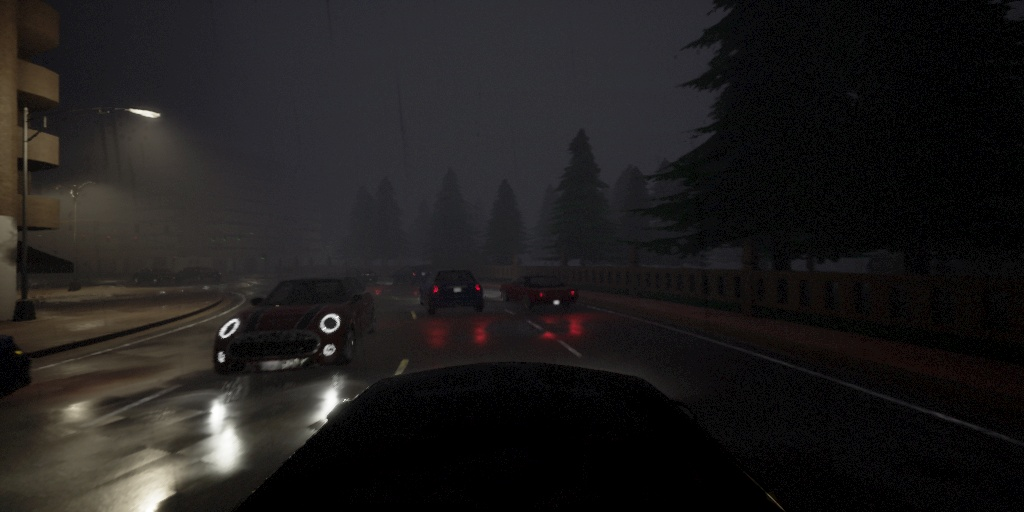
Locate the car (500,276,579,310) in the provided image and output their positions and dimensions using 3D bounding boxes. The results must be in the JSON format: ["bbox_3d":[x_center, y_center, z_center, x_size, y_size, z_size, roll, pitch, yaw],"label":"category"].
[{"bbox_3d":[0.967,1.502,15.664,1.895,1.301,4.718,-1,-1,-19],"label":"car"}]

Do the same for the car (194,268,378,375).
[{"bbox_3d":[-4.448,1.243,8.103,2.097,1.767,4.553,-1,-1,-13],"label":"car"}]

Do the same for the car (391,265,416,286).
[{"bbox_3d":[-8.793,1.583,31.337,2.097,1.767,4.553,0,-1,-43],"label":"car"}]

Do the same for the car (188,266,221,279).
[{"bbox_3d":[-32.795,1.812,37.600,4.892,1.490,1.837,-1,-1,18],"label":"car"}]

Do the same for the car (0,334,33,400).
[{"bbox_3d":[-7.218,1.395,2.809,1.812,1.442,4.674,-1,-1,-4],"label":"car"}]

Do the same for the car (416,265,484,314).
[{"bbox_3d":[-2.694,1.301,15.197,2.097,1.767,4.553,-1,-1,-19],"label":"car"}]

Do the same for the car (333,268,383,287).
[{"bbox_3d":[-13.411,1.787,31.069,4.902,1.511,2.128,-2,-1,43],"label":"car"}]

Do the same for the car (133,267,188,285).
[{"bbox_3d":[-33.898,1.853,34.278,4.892,1.490,1.837,-1,-1,18],"label":"car"}]
